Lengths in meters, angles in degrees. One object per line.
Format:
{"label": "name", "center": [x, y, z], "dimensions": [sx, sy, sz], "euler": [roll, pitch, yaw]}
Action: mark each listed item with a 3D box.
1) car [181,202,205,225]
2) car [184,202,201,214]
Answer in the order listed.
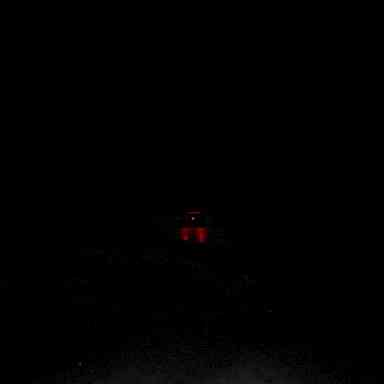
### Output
{"label": "car", "center": [0.091, 1.819, 27.368], "dimensions": [2.128, 1.511, 4.902], "euler": [0, -1, 0]}
{"label": "car", "center": [0.086, 2.087, 45.450], "dimensions": [2.128, 1.511, 4.902], "euler": [0, -1, 0]}
